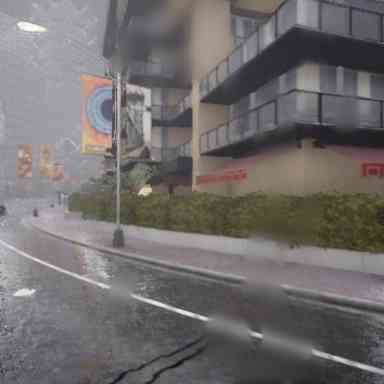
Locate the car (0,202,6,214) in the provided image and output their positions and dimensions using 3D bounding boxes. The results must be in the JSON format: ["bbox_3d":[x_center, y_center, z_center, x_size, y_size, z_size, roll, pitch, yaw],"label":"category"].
[{"bbox_3d":[-20.651,1.651,34.403,1.882,1.535,5.008,0,0,-20],"label":"car"}]
